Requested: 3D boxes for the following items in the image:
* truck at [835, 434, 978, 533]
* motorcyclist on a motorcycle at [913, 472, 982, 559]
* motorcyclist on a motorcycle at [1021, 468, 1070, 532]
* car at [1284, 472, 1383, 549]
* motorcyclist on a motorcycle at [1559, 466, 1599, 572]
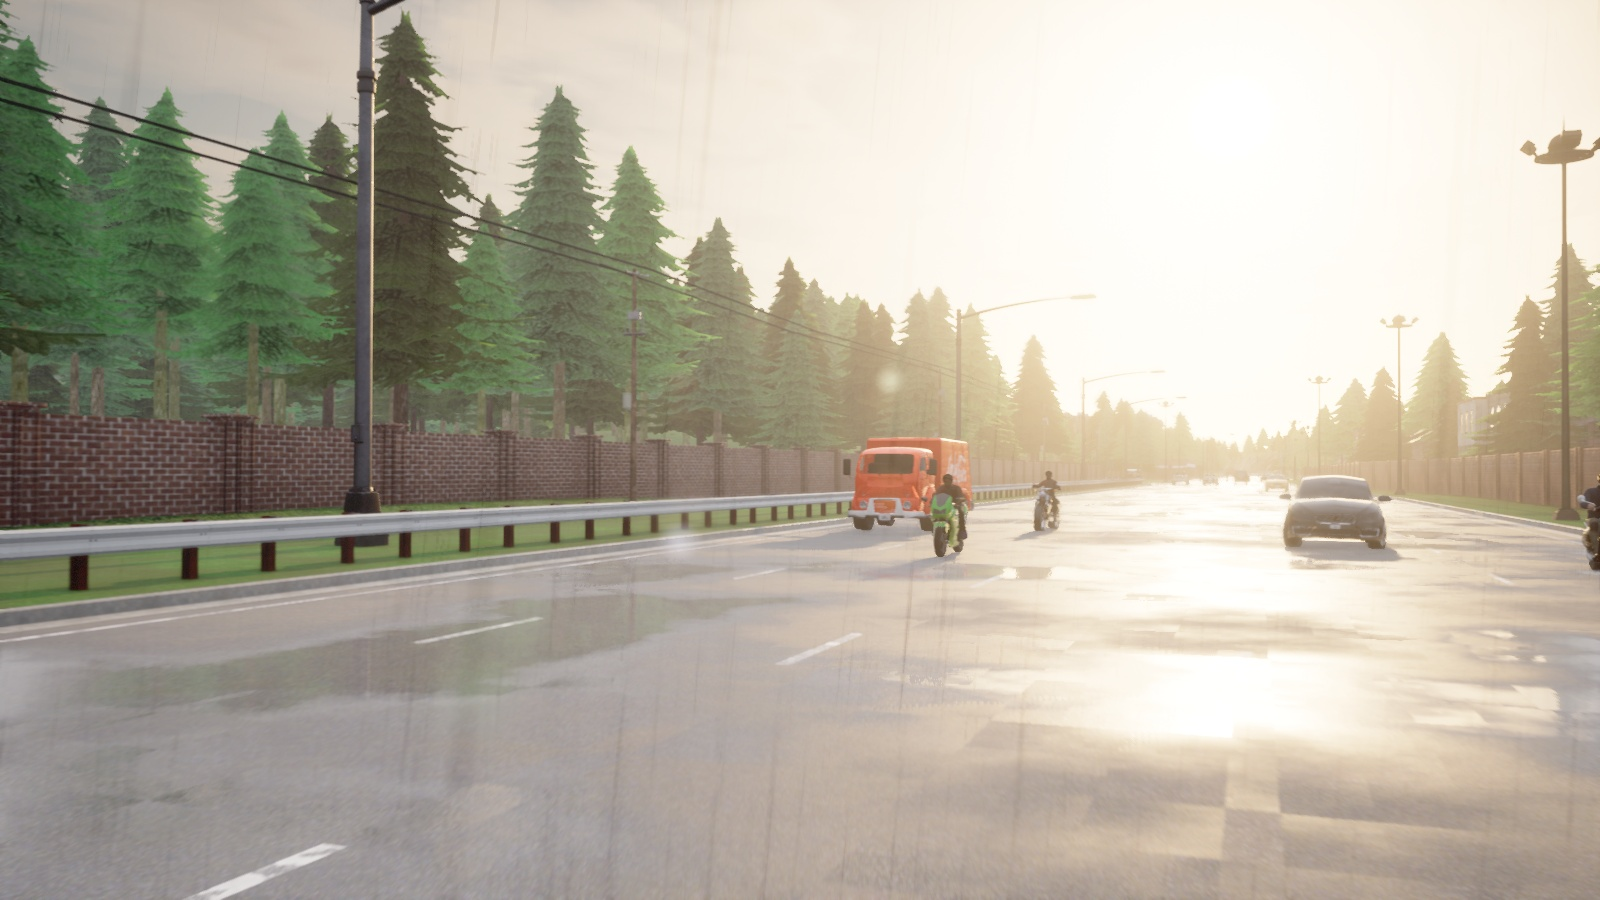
[{"bbox_3d":[3.016,0.891,34.264,2.627,2.467,5.204,-1,-1,20],"label":"truck"},{"bbox_3d":[2.753,1.176,23.248,0.797,1.523,2.044,-1,-1,20],"label":"motorcyclist on a motorcycle"},{"bbox_3d":[6.574,1.302,33.536,0.766,1.649,2.350,0,-1,24],"label":"motorcyclist on a motorcycle"},{"bbox_3d":[11.626,1.233,27.424,1.837,1.490,4.892,0,-1,23],"label":"car"},{"bbox_3d":[12.623,1.048,19.697,0.866,1.590,1.817,-1,-1,20],"label":"motorcyclist on a motorcycle"}]
